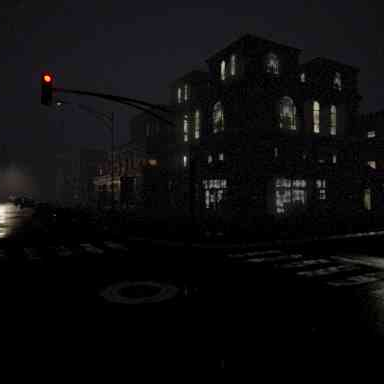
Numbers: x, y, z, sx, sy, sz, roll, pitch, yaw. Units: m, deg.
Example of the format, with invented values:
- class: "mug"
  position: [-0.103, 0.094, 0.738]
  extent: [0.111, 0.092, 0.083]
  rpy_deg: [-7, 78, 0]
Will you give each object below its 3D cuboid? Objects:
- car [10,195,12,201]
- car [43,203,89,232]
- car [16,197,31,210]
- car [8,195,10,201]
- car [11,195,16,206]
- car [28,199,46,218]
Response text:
- class: "car"
  position: [-30.096, 1.578, 57.971]
  extent: [2.008, 1.369, 4.403]
  rpy_deg: [0, 0, -31]
- class: "car"
  position: [-7.464, 1.572, 20.033]
  extent: [1.947, 1.339, 4.313]
  rpy_deg: [0, 0, -31]
- class: "car"
  position: [-21.609, 1.568, 43.744]
  extent: [2.008, 1.369, 4.403]
  rpy_deg: [0, 0, -31]
- class: "car"
  position: [-35.753, 1.617, 67.455]
  extent: [1.802, 1.307, 4.206]
  rpy_deg: [0, 0, -31]
- class: "car"
  position: [-27.266, 1.464, 53.229]
  extent: [1.967, 1.590, 4.097]
  rpy_deg: [0, 0, -31]
- class: "car"
  position: [-13.121, 1.592, 29.517]
  extent: [1.802, 1.307, 4.206]
  rpy_deg: [0, 0, -31]
